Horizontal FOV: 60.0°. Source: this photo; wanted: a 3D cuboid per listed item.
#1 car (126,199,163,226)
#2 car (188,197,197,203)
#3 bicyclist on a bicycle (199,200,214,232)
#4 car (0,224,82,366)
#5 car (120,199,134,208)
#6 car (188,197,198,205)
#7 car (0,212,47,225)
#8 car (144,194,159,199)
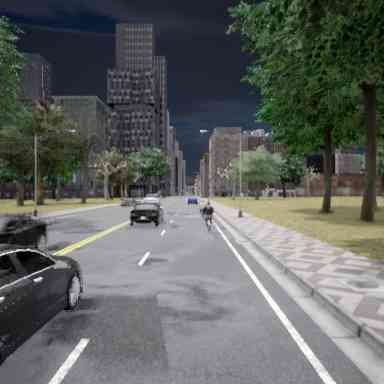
[{"bbox_3d":[-3.134,1.520,23.735,1.882,1.535,5.008,0,0,0],"label":"car"},{"bbox_3d":[0.048,1.783,74.398,1.994,1.385,4.181,0,0,0],"label":"car"},{"bbox_3d":[0.906,1.401,18.408,0.659,1.776,1.843,0,0,0],"label":"bicyclist on a bicycle"},{"bbox_3d":[-3.146,1.512,4.875,1.837,1.490,4.892,0,0,0],"label":"car"},{"bbox_3d":[-9.807,1.702,51.738,1.994,1.385,4.181,0,0,0],"label":"car"},{"bbox_3d":[0.136,1.663,64.232,1.882,1.535,5.008,0,0,0],"label":"car"},{"bbox_3d":[-6.593,1.494,11.066,1.882,1.535,5.008,0,0,0],"label":"car"},{"bbox_3d":[-6.554,1.367,54.084,2.150,2.045,5.566,0,0,0],"label":"car"}]
